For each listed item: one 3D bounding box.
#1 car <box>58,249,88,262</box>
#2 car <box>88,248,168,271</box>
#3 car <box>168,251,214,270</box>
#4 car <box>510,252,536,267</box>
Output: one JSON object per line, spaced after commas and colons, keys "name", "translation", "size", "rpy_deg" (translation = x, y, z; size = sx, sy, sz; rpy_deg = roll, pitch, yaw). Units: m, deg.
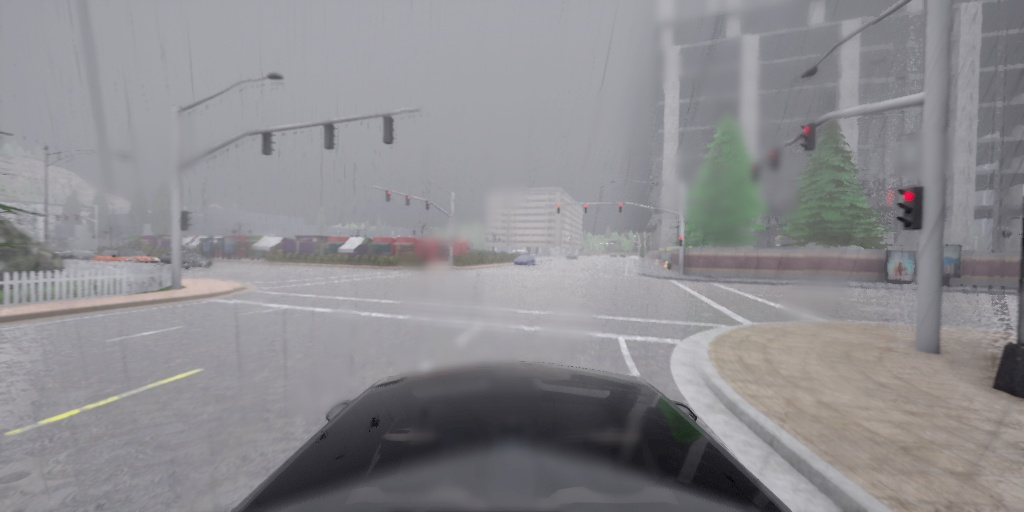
{"name": "car", "translation": [-41.908, 0.050, 34.732], "size": [4.674, 1.442, 1.812], "rpy_deg": [1, 1, 19]}
{"name": "car", "translation": [-28.340, 0.252, 26.501], "size": [4.553, 1.767, 2.097], "rpy_deg": [1, 1, 19]}
{"name": "car", "translation": [-27.118, 0.361, 29.784], "size": [4.902, 1.511, 2.128], "rpy_deg": [1, 1, 19]}
{"name": "car", "translation": [1.661, 0.608, 45.595], "size": [1.882, 1.535, 5.008], "rpy_deg": [1, 2, 18]}
